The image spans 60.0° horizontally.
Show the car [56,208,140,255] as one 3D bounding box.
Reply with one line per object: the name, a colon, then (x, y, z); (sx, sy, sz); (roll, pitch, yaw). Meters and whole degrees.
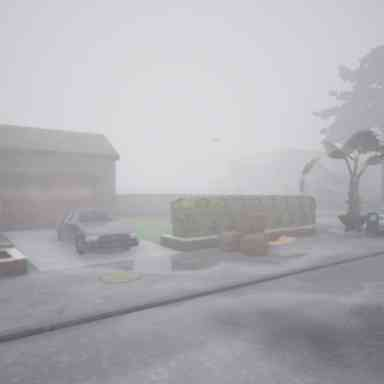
car: (-3.829, 1.342, 12.665); (2.033, 1.415, 5.357); (0, 0, -33)
